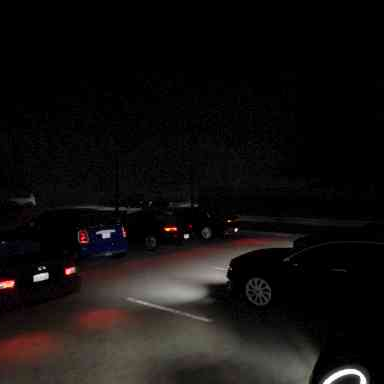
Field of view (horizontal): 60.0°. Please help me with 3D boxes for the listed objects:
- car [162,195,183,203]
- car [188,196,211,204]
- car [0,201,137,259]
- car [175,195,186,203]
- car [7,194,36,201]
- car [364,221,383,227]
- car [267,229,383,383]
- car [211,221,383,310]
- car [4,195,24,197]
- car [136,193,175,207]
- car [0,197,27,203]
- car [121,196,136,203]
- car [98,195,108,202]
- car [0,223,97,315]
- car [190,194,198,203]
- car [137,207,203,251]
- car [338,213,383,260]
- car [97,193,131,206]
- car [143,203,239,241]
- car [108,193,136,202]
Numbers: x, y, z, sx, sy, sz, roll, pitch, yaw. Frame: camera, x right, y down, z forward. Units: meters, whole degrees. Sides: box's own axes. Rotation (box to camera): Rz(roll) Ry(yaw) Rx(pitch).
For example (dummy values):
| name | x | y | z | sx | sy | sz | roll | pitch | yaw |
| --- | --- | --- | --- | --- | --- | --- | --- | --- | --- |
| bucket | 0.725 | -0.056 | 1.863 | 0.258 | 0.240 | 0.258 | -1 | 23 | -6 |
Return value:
| name | x | y | z | sx | sy | sz | roll | pitch | yaw |
| --- | --- | --- | --- | --- | --- | --- | --- | --- | --- |
| car | -4.046 | 1.500 | 70.128 | 1.837 | 1.490 | 4.892 | 0 | 0 | 36 |
| car | 1.553 | 1.478 | 65.991 | 1.882 | 1.535 | 5.008 | 0 | 0 | 37 |
| car | -4.340 | 1.352 | 11.396 | 4.553 | 1.767 | 2.097 | 0 | 0 | 36 |
| car | -3.287 | 1.601 | 65.299 | 1.895 | 1.301 | 4.718 | 0 | 0 | 37 |
| car | -23.445 | 1.224 | 43.624 | 2.150 | 2.045 | 5.566 | 0 | 0 | 36 |
| car | 5.088 | 1.526 | 8.954 | 4.674 | 1.442 | 1.812 | 0 | 0 | 36 |
| car | 3.005 | 1.352 | 1.845 | 4.553 | 1.767 | 2.097 | 0 | 0 | 36 |
| car | 2.969 | 1.505 | 6.177 | 4.892 | 1.490 | 1.837 | 0 | 0 | 36 |
| car | -22.764 | 1.493 | 38.611 | 2.128 | 1.511 | 4.902 | 0 | 0 | 36 |
| car | -4.939 | 1.355 | 45.268 | 2.097 | 1.767 | 4.553 | 0 | 0 | 36 |
| car | -17.233 | 1.491 | 28.364 | 2.128 | 1.511 | 4.902 | 0 | 0 | 36 |
| car | -7.428 | 1.601 | 47.798 | 1.895 | 1.301 | 4.718 | 0 | 0 | 36 |
| car | -12.626 | 1.491 | 52.543 | 2.128 | 1.511 | 4.902 | 0 | 0 | 36 |
| car | -4.694 | 1.547 | 7.336 | 5.357 | 1.411 | 2.033 | 0 | 0 | 36 |
| car | 2.035 | 1.225 | 60.788 | 2.150 | 2.045 | 5.566 | 0 | 0 | 36 |
| car | -2.078 | 1.526 | 14.085 | 4.674 | 1.442 | 1.812 | 0 | 0 | 36 |
| car | 8.008 | 1.547 | 11.173 | 5.357 | 1.411 | 2.033 | 0 | 0 | 36 |
| car | -13.398 | 1.223 | 57.423 | 2.150 | 2.045 | 5.566 | 0 | 0 | 36 |
| car | 0.084 | 1.505 | 16.837 | 4.892 | 1.490 | 1.837 | 0 | 0 | 36 |
| car | -9.558 | 1.222 | 50.808 | 2.150 | 2.045 | 5.566 | 0 | 0 | 36 |
